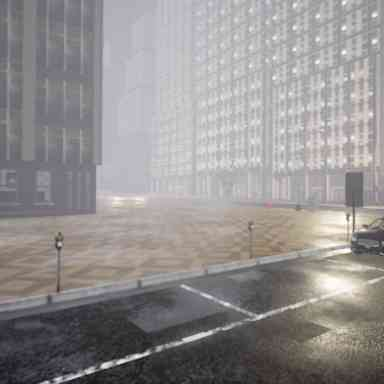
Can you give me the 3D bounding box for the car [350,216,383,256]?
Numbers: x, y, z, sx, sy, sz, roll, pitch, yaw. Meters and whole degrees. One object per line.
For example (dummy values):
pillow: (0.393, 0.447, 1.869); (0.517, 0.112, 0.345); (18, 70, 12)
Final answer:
car: (7.454, 1.534, 12.026); (4.403, 1.369, 2.008); (0, 1, -35)
